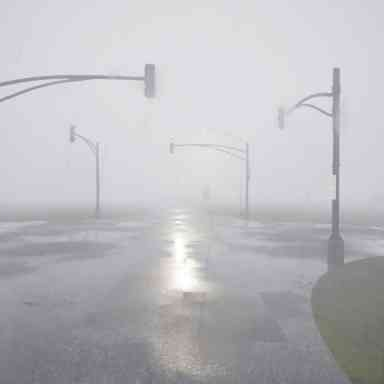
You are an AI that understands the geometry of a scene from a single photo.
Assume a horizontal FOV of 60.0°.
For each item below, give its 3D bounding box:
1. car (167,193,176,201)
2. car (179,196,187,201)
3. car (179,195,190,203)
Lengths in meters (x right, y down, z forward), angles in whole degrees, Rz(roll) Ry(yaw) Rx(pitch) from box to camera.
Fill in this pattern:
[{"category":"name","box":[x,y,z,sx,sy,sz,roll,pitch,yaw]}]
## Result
[{"category":"car","box":[-4.570,1.013,73.918,2.097,1.767,4.553,0,0,-3]},{"category":"car","box":[-2.183,1.558,79.898,1.895,1.301,4.718,0,0,-4]},{"category":"car","box":[-1.586,1.383,69.824,2.097,1.767,4.553,0,0,-3]}]
